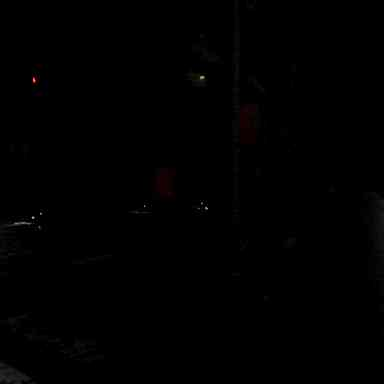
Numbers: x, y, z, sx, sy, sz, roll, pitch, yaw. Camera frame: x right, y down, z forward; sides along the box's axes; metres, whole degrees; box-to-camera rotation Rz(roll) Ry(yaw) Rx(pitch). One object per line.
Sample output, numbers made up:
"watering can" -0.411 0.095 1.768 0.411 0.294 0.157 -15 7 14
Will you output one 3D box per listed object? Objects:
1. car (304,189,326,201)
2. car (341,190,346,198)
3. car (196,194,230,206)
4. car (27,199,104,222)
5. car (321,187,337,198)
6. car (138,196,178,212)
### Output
"car" 19.239 0.610 52.686 1.994 1.385 4.181 0 1 35
"car" 28.285 0.379 59.973 1.837 1.490 4.892 0 1 34
"car" 2.726 0.898 40.708 2.033 1.411 5.357 0 1 36
"car" -8.929 1.251 24.027 2.033 1.411 5.357 0 1 35
"car" 25.034 0.107 61.002 2.150 2.045 5.566 0 1 35
"car" -3.221 1.092 32.194 1.994 1.385 4.181 0 1 35
